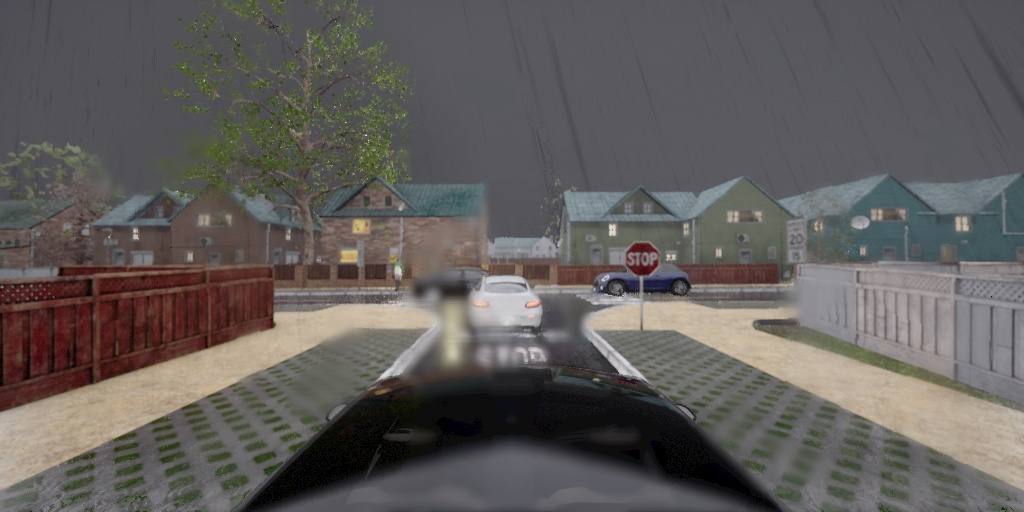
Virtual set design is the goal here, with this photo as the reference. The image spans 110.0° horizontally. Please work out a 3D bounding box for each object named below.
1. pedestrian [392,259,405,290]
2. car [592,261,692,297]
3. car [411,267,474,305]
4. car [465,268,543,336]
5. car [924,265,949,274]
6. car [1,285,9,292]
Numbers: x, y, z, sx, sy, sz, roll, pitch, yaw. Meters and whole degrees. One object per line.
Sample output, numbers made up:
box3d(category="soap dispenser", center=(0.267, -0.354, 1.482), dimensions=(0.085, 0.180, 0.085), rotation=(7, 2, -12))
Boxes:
box3d(category="pedestrian", center=(-6.706, 1.063, 21.200), dimensions=(0.375, 1.860, 0.375), rotation=(0, -1, 1))
box3d(category="car", center=(6.413, 1.085, 18.112), dimensions=(4.553, 1.767, 2.097), rotation=(-1, -1, 1))
box3d(category="car", center=(-1.686, 1.230, 15.263), dimensions=(5.008, 1.535, 1.882), rotation=(0, -1, 1))
box3d(category="car", center=(-0.254, 1.253, 10.306), dimensions=(1.812, 1.442, 4.674), rotation=(0, 0, -4))
box3d(category="car", center=(17.076, 1.081, 15.015), dimensions=(4.892, 1.490, 1.837), rotation=(0, -1, 1))
box3d(category="car", center=(-24.913, 1.488, 15.577), dimensions=(4.892, 1.490, 1.837), rotation=(-1, -1, 1))
